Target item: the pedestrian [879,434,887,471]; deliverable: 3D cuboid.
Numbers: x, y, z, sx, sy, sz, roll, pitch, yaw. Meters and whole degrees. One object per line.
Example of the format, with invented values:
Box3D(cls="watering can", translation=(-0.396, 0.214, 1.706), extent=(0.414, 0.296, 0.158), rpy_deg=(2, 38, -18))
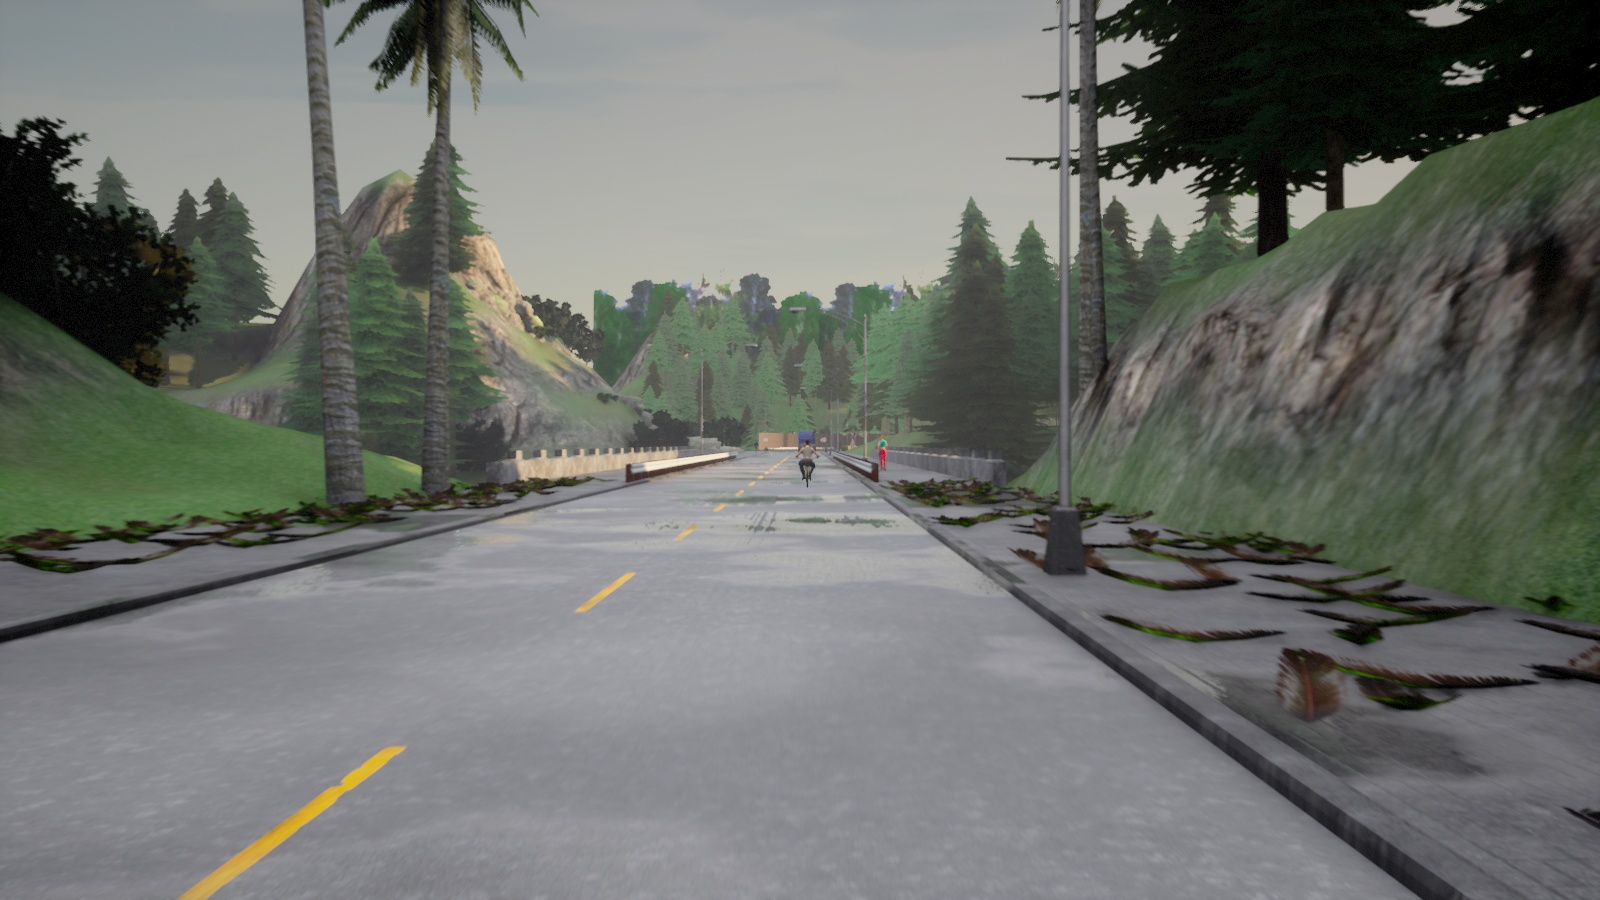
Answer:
Box3D(cls="pedestrian", translation=(4.185, 0.108, 63.177), extent=(0.345, 1.836, 0.594), rpy_deg=(0, 0, 1))
